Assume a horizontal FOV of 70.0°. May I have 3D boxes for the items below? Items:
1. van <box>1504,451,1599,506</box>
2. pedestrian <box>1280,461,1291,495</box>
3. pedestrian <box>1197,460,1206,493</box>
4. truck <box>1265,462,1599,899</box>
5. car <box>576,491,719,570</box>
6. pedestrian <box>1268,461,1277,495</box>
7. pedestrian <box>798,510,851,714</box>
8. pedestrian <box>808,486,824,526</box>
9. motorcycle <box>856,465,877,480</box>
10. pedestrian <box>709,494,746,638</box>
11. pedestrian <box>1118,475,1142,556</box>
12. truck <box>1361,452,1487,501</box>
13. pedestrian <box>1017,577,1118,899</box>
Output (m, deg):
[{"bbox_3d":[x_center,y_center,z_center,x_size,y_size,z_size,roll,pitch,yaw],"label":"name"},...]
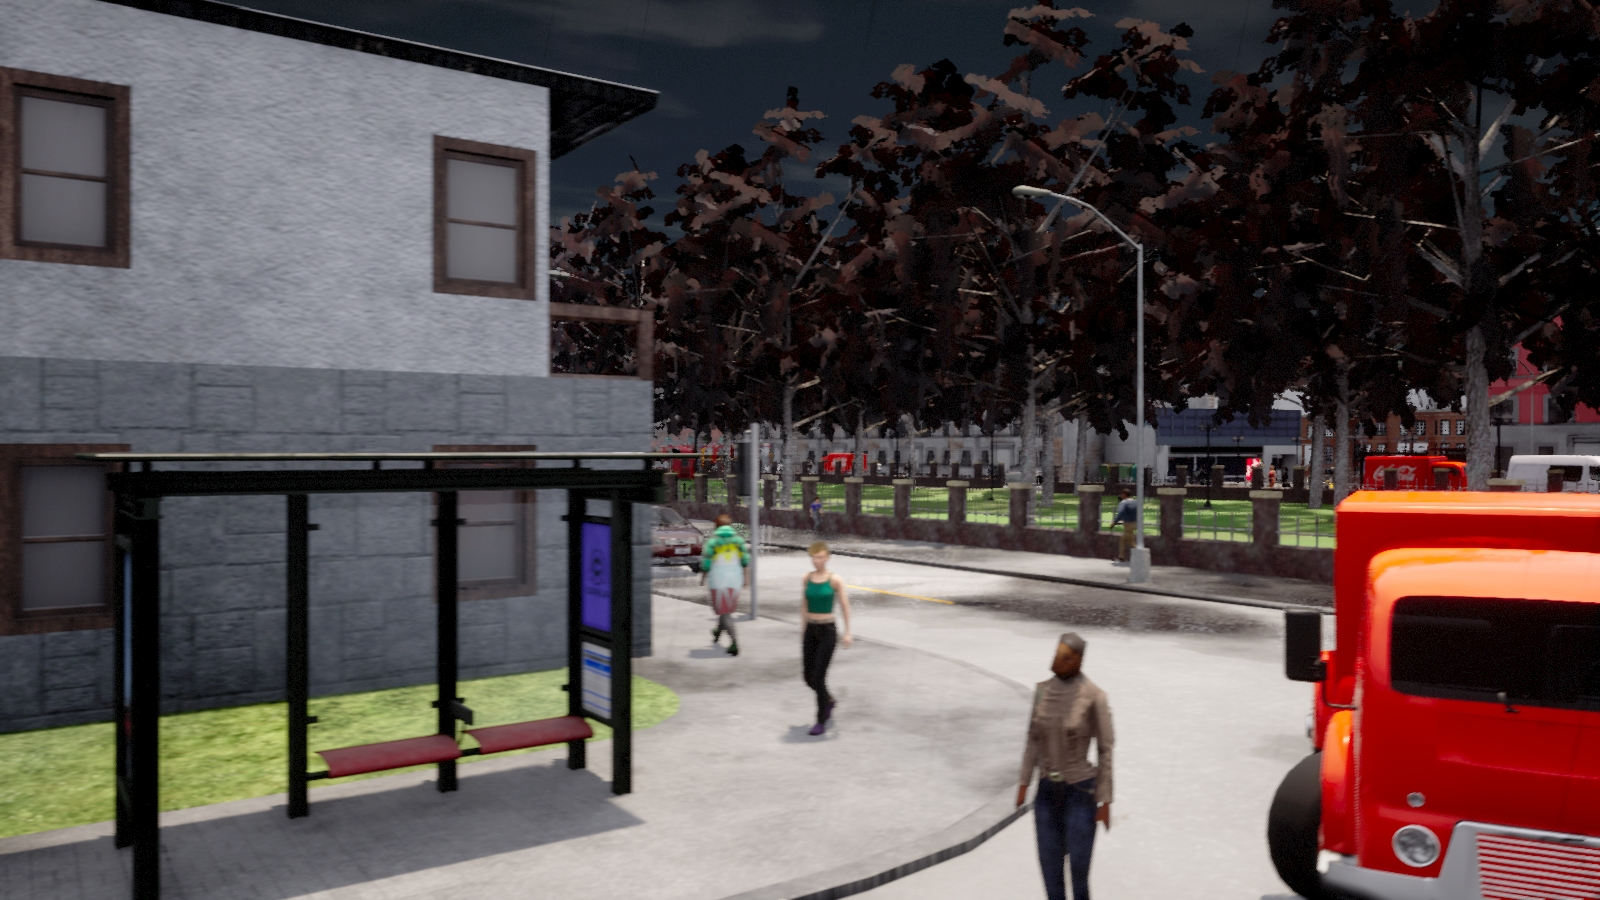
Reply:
[{"bbox_3d":[37.149,1.320,54.353,1.988,2.561,5.915,0,0,-35],"label":"van"},{"bbox_3d":[26.443,1.531,62.222,0.375,1.860,0.375,0,0,-30],"label":"pedestrian"},{"bbox_3d":[23.160,1.530,65.884,0.375,1.860,0.375,0,0,-35],"label":"pedestrian"},{"bbox_3d":[4.927,1.349,8.034,2.627,2.467,5.204,0,0,27],"label":"truck"},{"bbox_3d":[-3.623,1.807,26.670,1.789,1.549,3.705,0,0,-35],"label":"car"},{"bbox_3d":[25.774,1.527,62.298,0.375,1.860,0.375,0,0,4],"label":"pedestrian"},{"bbox_3d":[0.235,1.517,10.854,0.375,1.860,0.375,0,0,28],"label":"pedestrian"},{"bbox_3d":[0.524,1.807,36.982,0.375,1.300,0.375,0,0,-35],"label":"pedestrian"},{"bbox_3d":[5.773,1.967,99.019,0.856,1.236,1.805,0,0,-35],"label":"motorcycle"},{"bbox_3d":[-0.959,1.517,15.125,0.375,1.860,0.375,0,0,-26],"label":"pedestrian"},{"bbox_3d":[7.718,1.528,26.736,0.375,1.860,0.375,0,0,-35],"label":"pedestrian"},{"bbox_3d":[32.900,1.354,60.377,2.627,2.467,5.204,0,0,-35],"label":"truck"},{"bbox_3d":[1.410,1.629,6.020,0.375,1.860,0.375,0,0,-43],"label":"pedestrian"}]
